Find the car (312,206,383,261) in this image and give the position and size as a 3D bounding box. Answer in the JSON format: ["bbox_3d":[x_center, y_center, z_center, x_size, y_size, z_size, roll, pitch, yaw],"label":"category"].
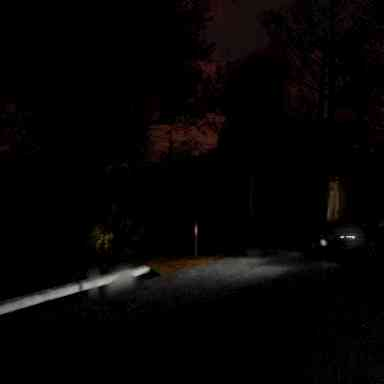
[{"bbox_3d":[6.386,1.268,11.293,4.902,1.511,2.128,-1,2,-22],"label":"car"}]
